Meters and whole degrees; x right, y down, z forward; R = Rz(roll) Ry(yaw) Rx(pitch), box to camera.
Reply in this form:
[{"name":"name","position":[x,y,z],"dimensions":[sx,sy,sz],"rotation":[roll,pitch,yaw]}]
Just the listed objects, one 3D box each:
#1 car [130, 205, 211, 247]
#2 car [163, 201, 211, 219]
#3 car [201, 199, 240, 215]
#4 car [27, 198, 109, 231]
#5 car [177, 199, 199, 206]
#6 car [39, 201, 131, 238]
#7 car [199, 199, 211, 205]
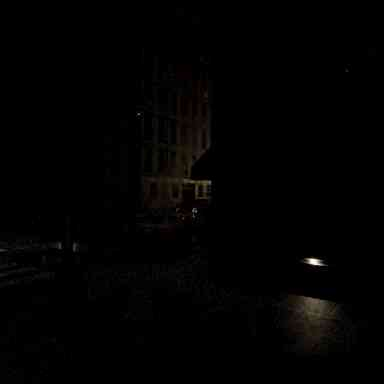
[{"name":"car","position":[-0.337,1.530,15.158],"dimensions":[1.752,1.417,4.829],"rotation":[0,0,36]},{"name":"car","position":[-0.357,1.521,28.934],"dimensions":[1.947,1.339,4.313],"rotation":[0,0,36]},{"name":"car","position":[2.945,1.493,33.554],"dimensions":[1.887,1.381,4.507],"rotation":[0,0,36]},{"name":"car","position":[-6.959,1.282,19.693],"dimensions":[2.192,1.841,5.009],"rotation":[0,0,36]},{"name":"car","position":[0.649,1.321,25.970],"dimensions":[2.097,1.767,4.553],"rotation":[0,0,35]},{"name":"car","position":[-5.187,1.457,17.802],"dimensions":[1.882,1.535,5.008],"rotation":[0,0,34]},{"name":"car","position":[2.868,1.314,19.639],"dimensions":[2.192,1.841,5.009],"rotation":[0,0,36]}]
